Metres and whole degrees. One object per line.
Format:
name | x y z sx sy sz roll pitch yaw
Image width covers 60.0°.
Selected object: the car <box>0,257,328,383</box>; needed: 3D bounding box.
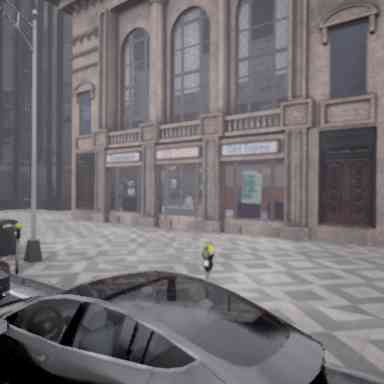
car | -0.823 1.551 3.547 4.313 1.339 1.947 0 0 35
